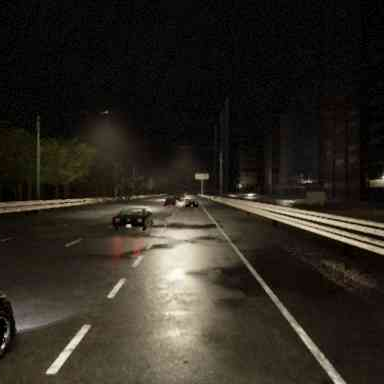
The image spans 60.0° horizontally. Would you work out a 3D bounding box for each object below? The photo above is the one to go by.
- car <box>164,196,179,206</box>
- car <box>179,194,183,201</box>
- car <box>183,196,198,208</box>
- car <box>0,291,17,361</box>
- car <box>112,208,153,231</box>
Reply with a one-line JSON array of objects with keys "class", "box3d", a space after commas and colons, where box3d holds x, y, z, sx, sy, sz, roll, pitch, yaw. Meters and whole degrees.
[{"class": "car", "box3d": [-3.682, 1.612, 56.770, 1.812, 1.442, 4.674, 0, 0, 0]}, {"class": "car", "box3d": [-3.911, 1.657, 87.194, 1.882, 1.535, 5.008, 0, 0, -1]}, {"class": "car", "box3d": [-0.042, 1.670, 50.587, 1.895, 1.301, 4.718, 0, 0, 0]}, {"class": "car", "box3d": [-3.503, 1.565, 3.085, 1.994, 1.385, 4.181, 0, 0, 0]}, {"class": "car", "box3d": [-3.531, 1.614, 20.788, 1.895, 1.301, 4.718, 0, 0, 0]}]
